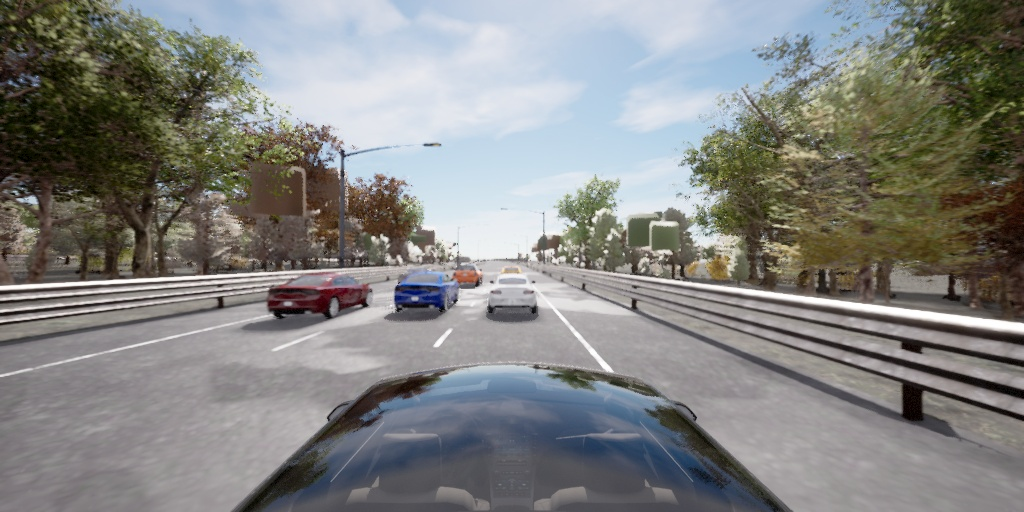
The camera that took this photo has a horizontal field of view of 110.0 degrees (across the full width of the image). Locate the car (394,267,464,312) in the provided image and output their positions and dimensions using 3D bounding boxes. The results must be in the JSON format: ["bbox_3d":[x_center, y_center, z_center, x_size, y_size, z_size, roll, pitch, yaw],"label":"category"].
[{"bbox_3d":[-3.472,1.405,15.347,1.882,1.535,5.008,0,0,0],"label":"car"}]

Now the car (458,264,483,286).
[{"bbox_3d":[-3.537,1.458,29.152,2.097,1.767,4.553,0,-1,0],"label":"car"}]

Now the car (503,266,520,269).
[{"bbox_3d":[-0.036,1.600,30.432,1.882,1.535,5.008,0,0,0],"label":"car"}]

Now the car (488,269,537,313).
[{"bbox_3d":[0.028,1.447,14.909,1.812,1.442,4.674,0,0,0],"label":"car"}]

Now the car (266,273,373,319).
[{"bbox_3d":[-6.978,1.384,13.657,1.882,1.535,5.008,0,-1,0],"label":"car"}]

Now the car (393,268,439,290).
[{"bbox_3d":[-7.048,1.627,27.039,2.033,1.411,5.357,0,-1,0],"label":"car"}]
